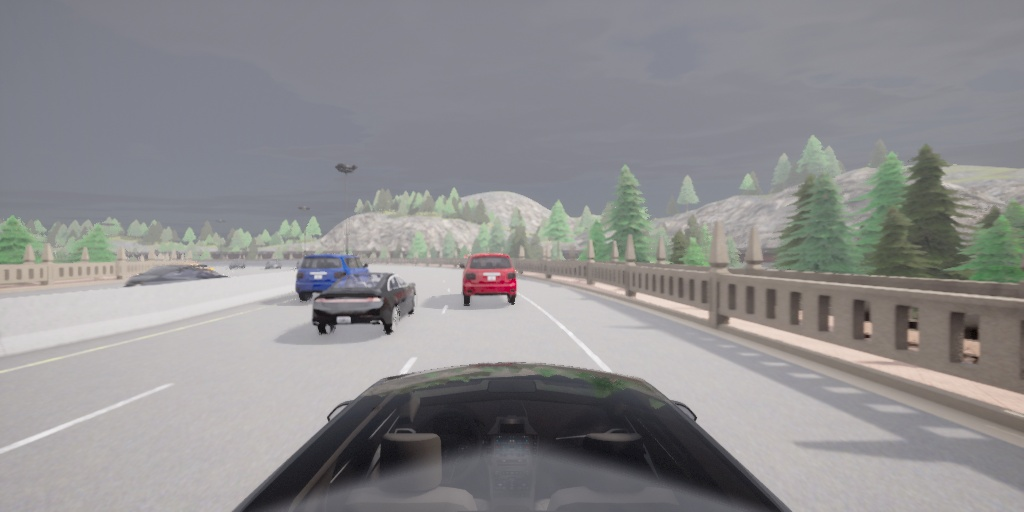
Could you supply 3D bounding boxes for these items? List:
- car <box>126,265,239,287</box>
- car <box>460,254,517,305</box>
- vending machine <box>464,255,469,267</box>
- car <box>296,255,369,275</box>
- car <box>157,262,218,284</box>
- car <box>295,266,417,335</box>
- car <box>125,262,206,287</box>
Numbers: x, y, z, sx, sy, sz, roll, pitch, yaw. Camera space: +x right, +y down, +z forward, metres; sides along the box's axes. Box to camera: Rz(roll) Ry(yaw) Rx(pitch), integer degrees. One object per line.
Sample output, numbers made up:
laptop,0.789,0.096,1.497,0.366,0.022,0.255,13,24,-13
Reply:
car,-15.785,1.331,17.534,1.994,1.385,4.181,0,0,-11
car,-1.137,0.922,16.120,2.150,2.045,5.566,0,0,-8
vending machine,-7.016,0.826,57.131,1.100,2.100,0.880,0,0,-30
car,-8.413,0.953,17.383,2.150,2.045,5.566,0,0,-10
car,-26.057,1.288,29.030,1.882,1.535,5.008,0,0,-20
car,-4.027,1.224,10.521,2.128,1.511,4.902,0,0,-5
car,-20.093,1.287,21.134,1.837,1.490,4.892,0,0,-14
